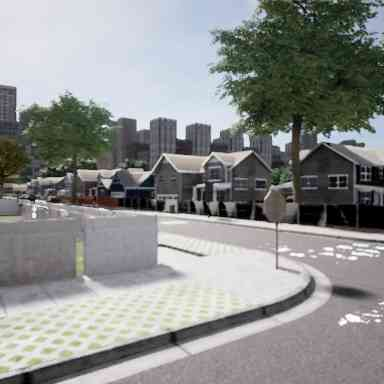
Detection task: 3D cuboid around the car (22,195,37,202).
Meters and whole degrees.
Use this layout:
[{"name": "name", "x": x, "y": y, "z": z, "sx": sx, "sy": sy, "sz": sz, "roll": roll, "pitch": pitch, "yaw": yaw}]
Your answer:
[{"name": "car", "x": -37.476, "y": 1.474, "z": 77.398, "sx": 2.097, "sy": 1.767, "sz": 4.553, "roll": 0, "pitch": 0, "yaw": -35}]

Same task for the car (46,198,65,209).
[{"name": "car", "x": -19.168, "y": 1.624, "z": 46.515, "sx": 1.812, "sy": 1.442, "sz": 4.674, "roll": 0, "pitch": 0, "yaw": -35}]
